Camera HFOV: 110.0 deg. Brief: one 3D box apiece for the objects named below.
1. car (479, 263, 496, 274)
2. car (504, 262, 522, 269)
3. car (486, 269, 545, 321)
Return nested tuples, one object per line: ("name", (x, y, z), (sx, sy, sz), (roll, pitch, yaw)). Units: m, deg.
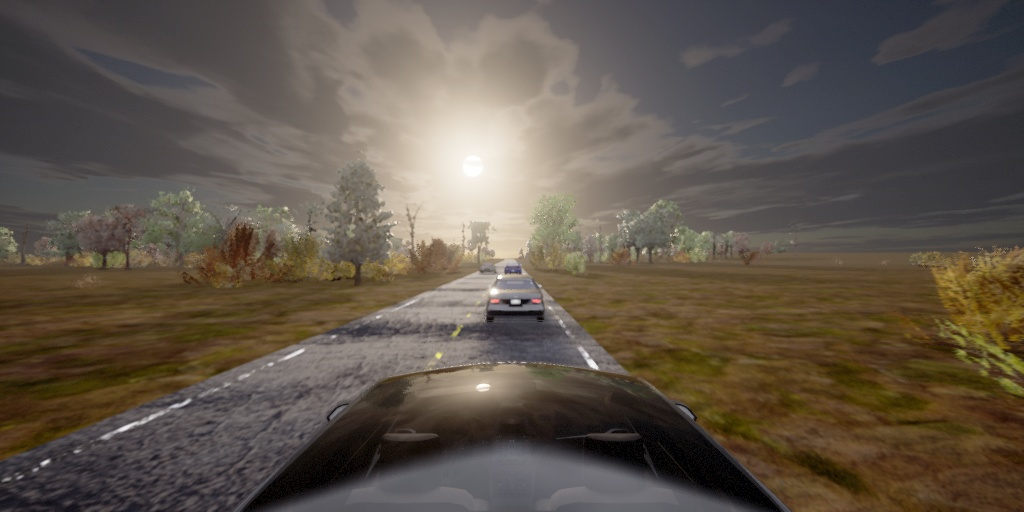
("car", (-3.058, 1.538, 45.716), (1.994, 1.385, 4.181), (0, 0, 0))
("car", (0.113, 1.430, 40.963), (1.882, 1.535, 5.008), (0, 0, 0))
("car", (0.104, 1.358, 12.680), (2.033, 1.411, 5.357), (0, 0, 0))
